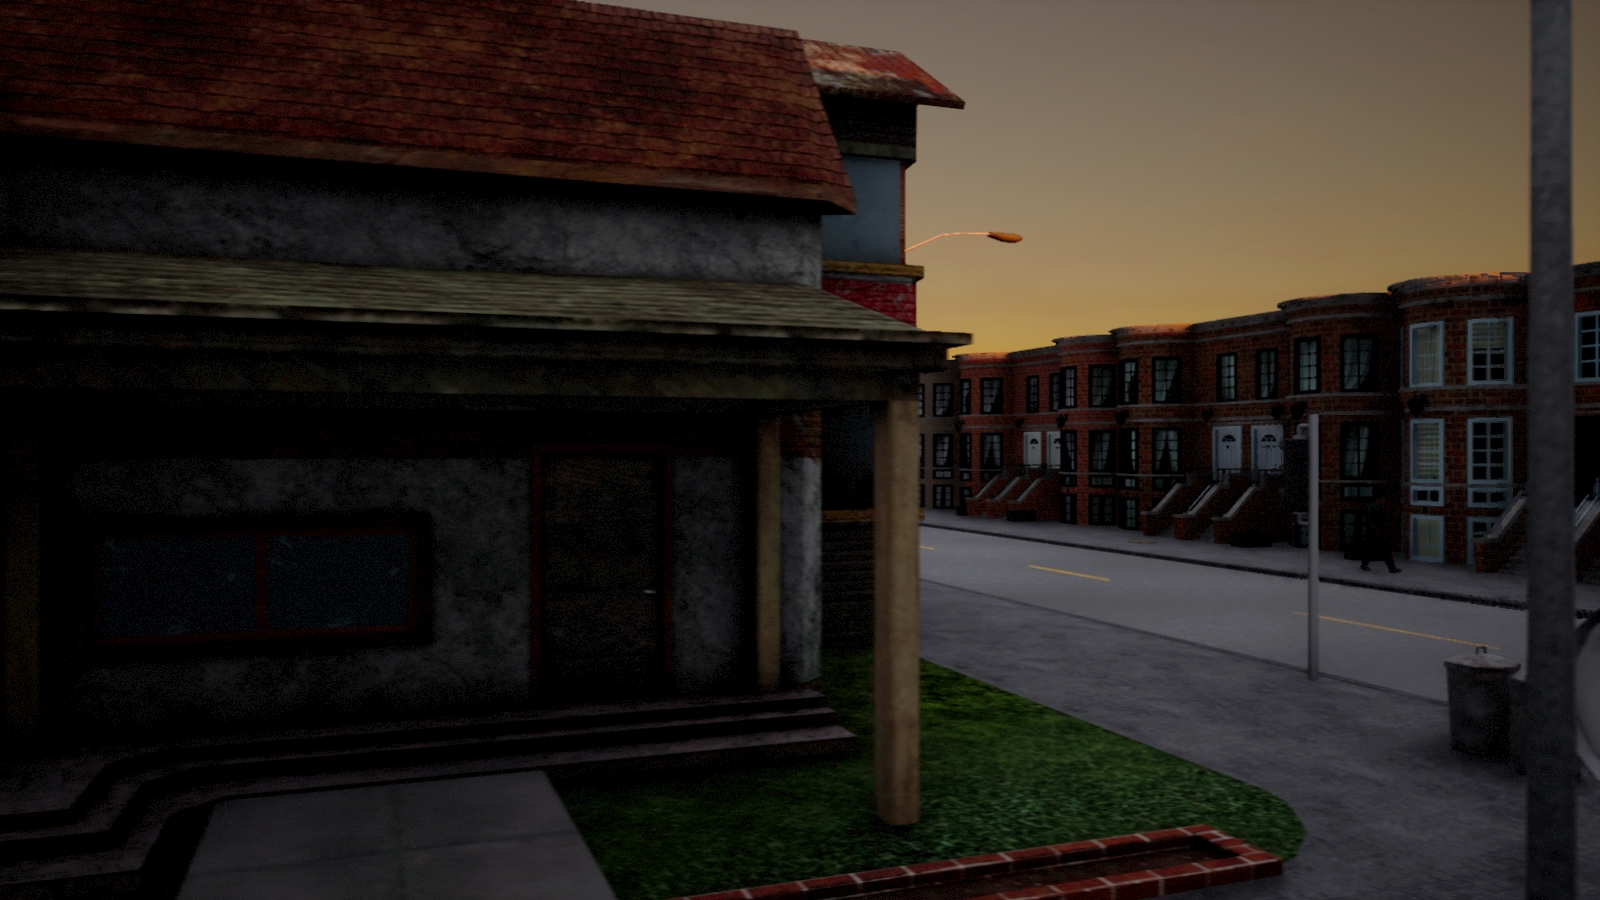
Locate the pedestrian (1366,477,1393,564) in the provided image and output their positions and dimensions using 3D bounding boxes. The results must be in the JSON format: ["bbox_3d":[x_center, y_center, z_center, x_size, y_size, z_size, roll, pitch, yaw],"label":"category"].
[{"bbox_3d":[12.612,1.524,24.880,0.375,1.860,0.375,0,0,-20],"label":"pedestrian"}]
